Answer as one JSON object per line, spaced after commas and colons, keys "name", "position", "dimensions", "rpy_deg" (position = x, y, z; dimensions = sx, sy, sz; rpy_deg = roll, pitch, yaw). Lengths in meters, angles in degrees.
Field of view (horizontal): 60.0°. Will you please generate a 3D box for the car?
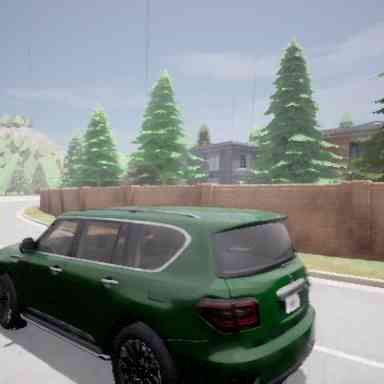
{"name": "car", "position": [-1.035, 1.221, 5.095], "dimensions": [5.566, 2.045, 2.150], "rpy_deg": [0, 0, 40]}
